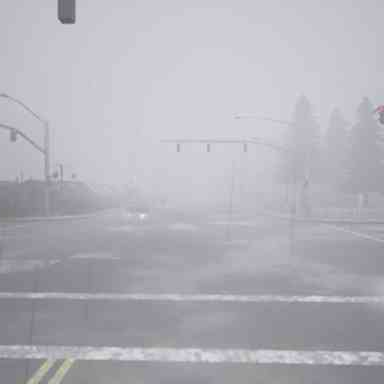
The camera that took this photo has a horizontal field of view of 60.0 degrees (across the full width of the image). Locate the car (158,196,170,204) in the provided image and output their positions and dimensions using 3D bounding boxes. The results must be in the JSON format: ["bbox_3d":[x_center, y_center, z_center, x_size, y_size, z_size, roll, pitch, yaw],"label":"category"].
[{"bbox_3d":[-5.216,1.544,62.031,1.837,1.490,4.892,0,2,2],"label":"car"}]

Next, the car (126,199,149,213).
[{"bbox_3d":[-5.899,1.566,36.381,1.812,1.442,4.674,0,1,2],"label":"car"}]
